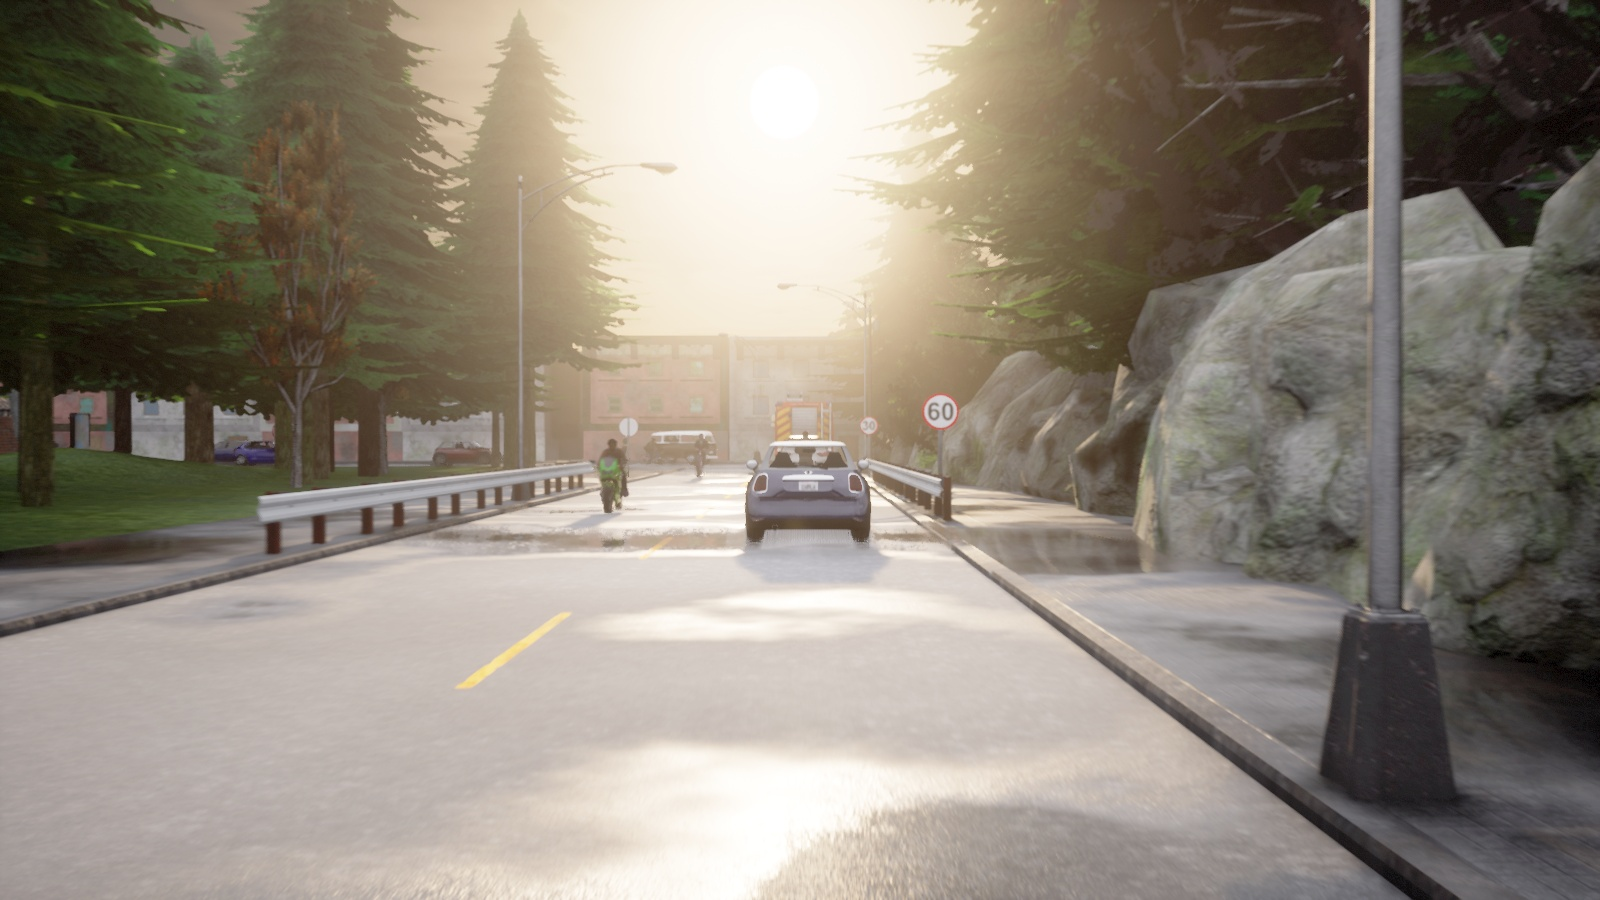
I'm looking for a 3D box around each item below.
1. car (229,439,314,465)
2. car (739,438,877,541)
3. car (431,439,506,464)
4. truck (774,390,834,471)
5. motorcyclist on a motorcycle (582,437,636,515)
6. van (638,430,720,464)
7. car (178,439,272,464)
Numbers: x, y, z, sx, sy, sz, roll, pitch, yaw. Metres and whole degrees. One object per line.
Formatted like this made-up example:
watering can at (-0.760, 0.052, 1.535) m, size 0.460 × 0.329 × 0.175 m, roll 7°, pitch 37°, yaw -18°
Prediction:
car at (-30.634, 0.118, 72.863) m, size 4.193 × 1.474 × 1.816 m, roll 0°, pitch 0°, yaw 0°
car at (0.122, 0.544, 19.804) m, size 1.970 × 1.475 × 3.806 m, roll 0°, pitch 1°, yaw 0°
car at (-19.184, 0.079, 72.780) m, size 3.806 × 1.475 × 1.970 m, roll 0°, pitch 0°, yaw 0°
truck at (0.130, -0.963, 64.238) m, size 2.891 × 3.827 × 8.468 m, roll 0°, pitch 0°, yaw -1°
motorcyclist on a motorcycle at (-3.863, 0.509, 25.535) m, size 0.797 × 1.523 × 2.044 m, roll 0°, pitch 0°, yaw 0°
van at (-7.308, -0.178, 75.832) m, size 4.480 × 2.038 × 2.069 m, roll 0°, pitch 0°, yaw 27°
car at (-35.173, 0.066, 76.896) m, size 4.792 × 1.488 × 2.163 m, roll 0°, pitch 0°, yaw 0°
